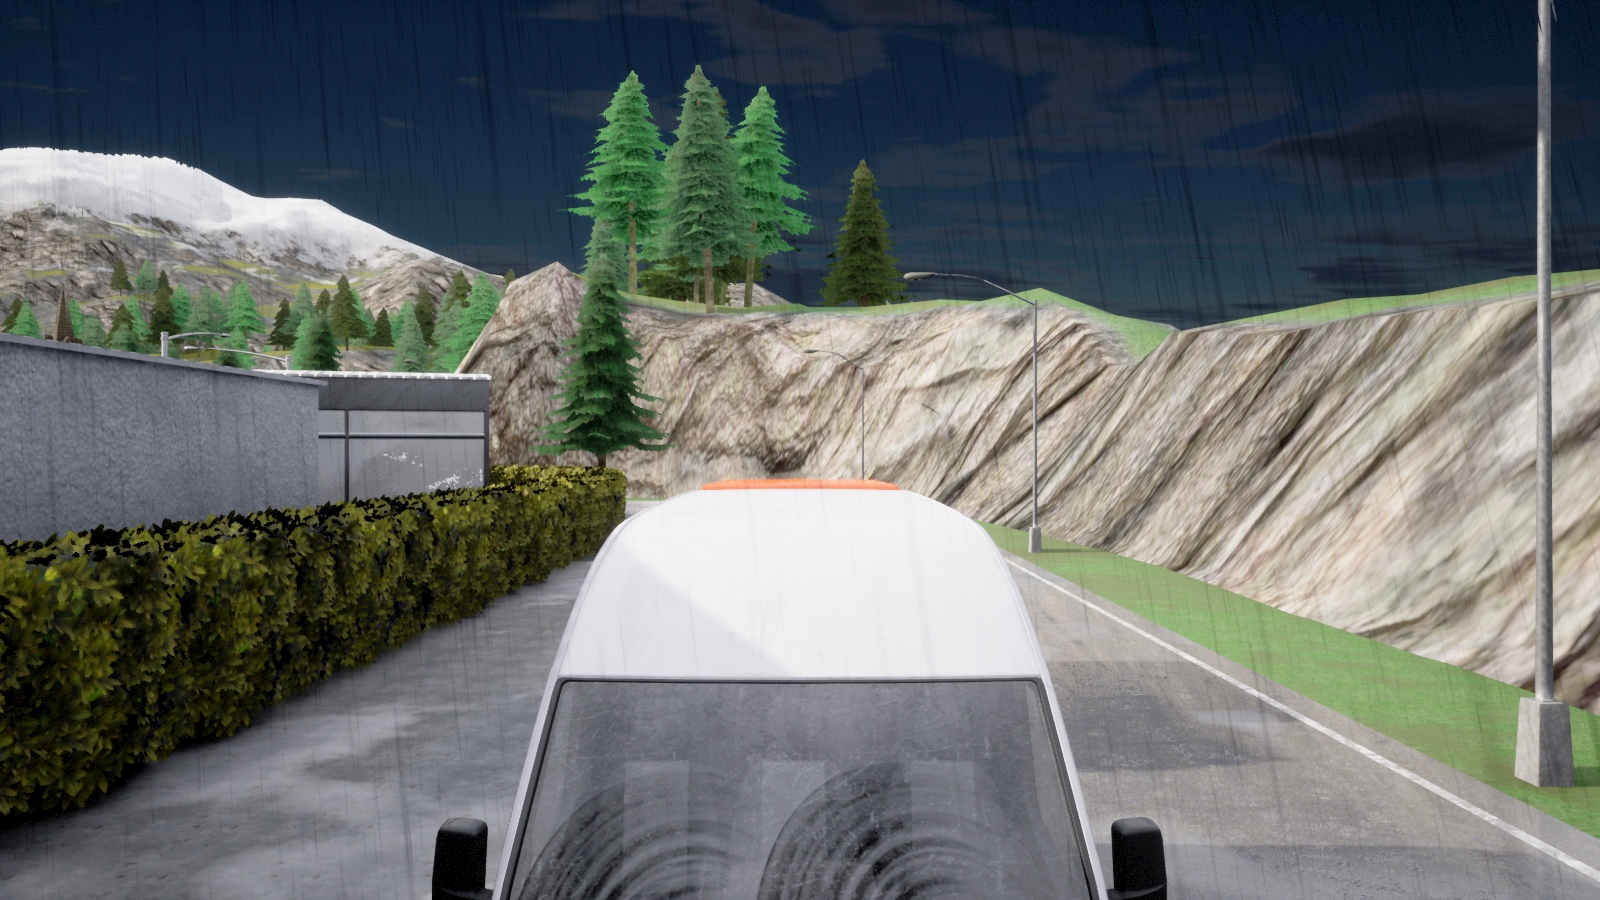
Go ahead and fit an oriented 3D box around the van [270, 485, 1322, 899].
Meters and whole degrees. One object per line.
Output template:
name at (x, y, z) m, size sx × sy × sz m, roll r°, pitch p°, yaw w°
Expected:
van at (-0.011, 1.530, 5.116) m, size 1.988 × 2.561 × 5.915 m, roll 0°, pitch 0°, yaw 0°
